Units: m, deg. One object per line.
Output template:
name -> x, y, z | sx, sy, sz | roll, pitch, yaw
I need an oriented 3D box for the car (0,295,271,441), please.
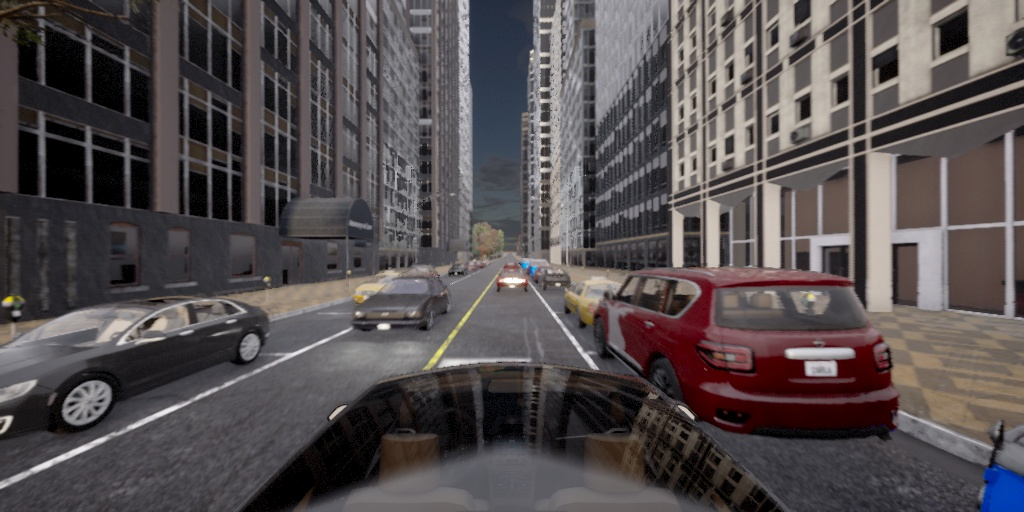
car -> -5.701, 1.339, 5.464 | 2.007, 1.370, 4.403 | 0, 0, 0

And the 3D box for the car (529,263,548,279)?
car -> 2.580, 1.436, 28.294 | 1.802, 1.307, 4.207 | 0, 0, 0

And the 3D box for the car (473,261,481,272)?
car -> -5.901, 1.545, 51.051 | 1.802, 1.307, 4.207 | 0, 0, 0

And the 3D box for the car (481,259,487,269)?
car -> -5.951, 1.544, 62.448 | 1.888, 1.381, 4.507 | 0, 0, 0

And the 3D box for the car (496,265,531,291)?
car -> 0.006, 1.443, 22.662 | 1.895, 1.301, 4.718 | 0, 0, 0

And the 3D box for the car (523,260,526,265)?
car -> 2.530, 1.440, 39.690 | 1.888, 1.381, 4.507 | 0, 0, 0

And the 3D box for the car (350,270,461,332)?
car -> -3.134, 1.354, 11.422 | 2.033, 1.411, 5.357 | 0, 0, 0

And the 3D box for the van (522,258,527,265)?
van -> 2.455, 1.291, 56.785 | 1.690, 1.789, 3.998 | 0, 0, 0

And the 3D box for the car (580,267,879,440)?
car -> 2.680, 1.072, 5.498 | 2.192, 1.841, 5.009 | 0, 0, 0

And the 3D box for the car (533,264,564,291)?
car -> 2.605, 1.383, 22.596 | 2.007, 1.370, 4.403 | 0, 0, 0

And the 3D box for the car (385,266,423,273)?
car -> -5.750, 1.365, 16.690 | 1.751, 1.417, 4.829 | 0, 0, 0

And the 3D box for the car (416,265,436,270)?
car -> -5.776, 1.303, 22.560 | 1.967, 1.591, 4.097 | 0, 0, 0

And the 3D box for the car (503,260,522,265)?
car -> -0.079, 1.390, 42.164 | 1.882, 1.535, 5.008 | 0, 0, 0

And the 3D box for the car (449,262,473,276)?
car -> -5.851, 1.492, 39.654 | 1.948, 1.339, 4.313 | 0, 0, 0

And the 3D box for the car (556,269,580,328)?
car -> 2.654, 1.310, 11.366 | 1.751, 1.417, 4.829 | 0, 0, 0

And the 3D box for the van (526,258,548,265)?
van -> 2.555, 1.216, 33.992 | 1.690, 1.789, 3.998 | 0, 0, 0
